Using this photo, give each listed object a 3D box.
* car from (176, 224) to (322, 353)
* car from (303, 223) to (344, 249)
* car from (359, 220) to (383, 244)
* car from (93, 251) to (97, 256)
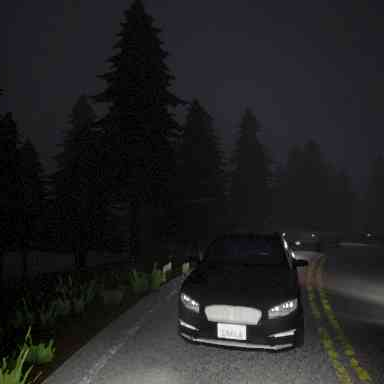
[{"bbox_3d":[1.129,1.560,6.581,2.128,1.511,4.902,-1,-2,15],"label":"car"},{"bbox_3d":[6.470,2.303,17.649,1.895,1.301,4.718,-3,-6,39],"label":"car"},{"bbox_3d":[15.783,3.216,26.427,5.566,2.045,2.150,8,-8,-28],"label":"car"},{"bbox_3d":[-20.296,13.640,72.942,4.181,1.381,1.994,-2,-5,31],"label":"car"}]
